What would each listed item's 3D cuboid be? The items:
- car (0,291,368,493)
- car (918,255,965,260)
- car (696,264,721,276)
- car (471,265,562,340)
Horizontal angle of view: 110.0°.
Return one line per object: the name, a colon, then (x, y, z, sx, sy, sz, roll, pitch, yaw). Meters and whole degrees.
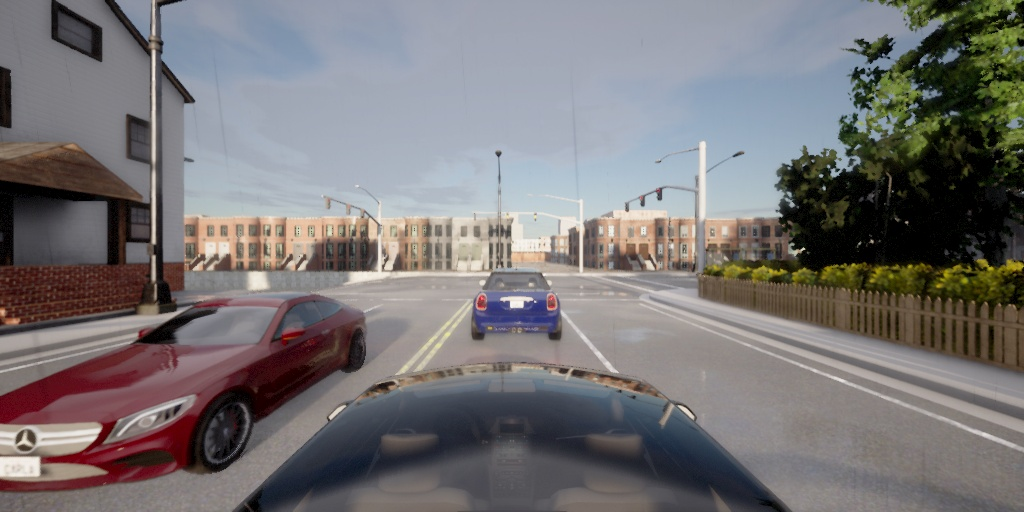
car: (-3.566, 1.270, 4.926, 1.812, 1.442, 4.674, 0, 0, 0)
car: (34.615, 0.917, 29.856, 5.566, 2.045, 2.150, -1, 0, -1)
car: (18.305, 1.249, 29.799, 5.357, 1.411, 2.033, 0, 0, 0)
car: (0.105, 1.088, 10.077, 2.097, 1.767, 4.553, 0, 0, 0)
